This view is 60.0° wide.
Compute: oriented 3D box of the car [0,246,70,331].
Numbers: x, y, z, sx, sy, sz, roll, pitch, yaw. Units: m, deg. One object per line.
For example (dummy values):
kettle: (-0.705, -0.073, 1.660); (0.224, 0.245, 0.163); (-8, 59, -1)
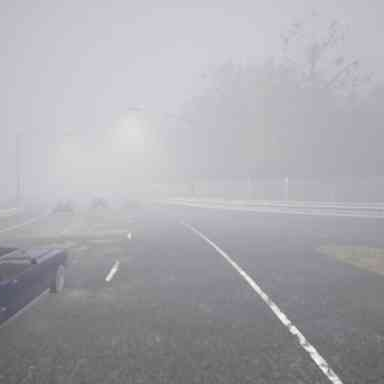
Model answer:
car: (-3.705, 1.581, 5.723); (1.895, 1.301, 4.718); (0, 0, -3)

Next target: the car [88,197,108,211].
car: (-10.779, 1.299, 38.358); (1.837, 1.490, 4.892); (0, 0, -20)

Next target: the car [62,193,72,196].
car: (-28.911, 0.970, 76.794); (1.812, 1.442, 4.674); (-1, 0, -30)

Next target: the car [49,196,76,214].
car: (-12.474, 1.391, 32.705); (2.033, 1.411, 5.357); (0, 0, -18)

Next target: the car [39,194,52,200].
car: (-33.394, 1.081, 74.678); (4.718, 1.301, 1.895); (0, 1, 44)

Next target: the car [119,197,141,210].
car: (-7.324, 1.295, 39.118); (1.812, 1.442, 4.674); (0, 0, -20)

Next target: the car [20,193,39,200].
car: (-35.935, 1.042, 72.273); (4.902, 1.511, 2.128); (0, 1, 44)
